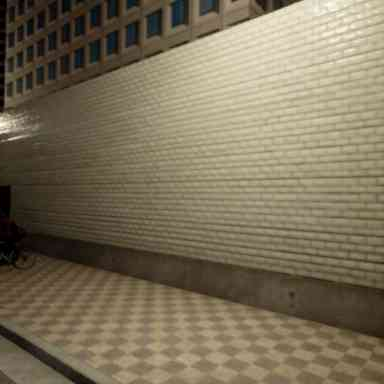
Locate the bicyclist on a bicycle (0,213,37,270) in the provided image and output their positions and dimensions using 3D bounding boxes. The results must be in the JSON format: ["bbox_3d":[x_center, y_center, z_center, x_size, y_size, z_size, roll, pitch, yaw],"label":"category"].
[{"bbox_3d":[-4.981,1.383,8.947,0.582,1.620,1.656,0,-1,39],"label":"bicyclist on a bicycle"}]
